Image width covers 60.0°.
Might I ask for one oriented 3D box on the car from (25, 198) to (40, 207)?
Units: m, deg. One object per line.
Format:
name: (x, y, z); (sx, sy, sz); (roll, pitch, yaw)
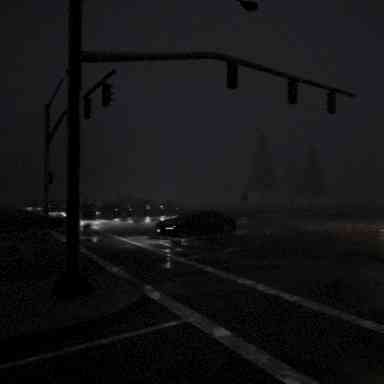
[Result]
car: (-25.019, 1.691, 52.399); (1.994, 1.385, 4.181); (1, -1, -35)

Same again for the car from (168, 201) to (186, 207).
car: (-2.116, 1.795, 37.826); (1.812, 1.442, 4.674); (1, 0, -35)

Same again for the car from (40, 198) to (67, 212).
car: (-16.611, 1.652, 40.275); (1.812, 1.442, 4.674); (1, -1, -35)

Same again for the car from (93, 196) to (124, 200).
car: (-11.541, 1.699, 45.248); (1.882, 1.535, 5.008); (1, -1, -35)

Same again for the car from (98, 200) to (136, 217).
car: (-7.797, 1.775, 33.726); (1.895, 1.301, 4.718); (1, -1, -35)

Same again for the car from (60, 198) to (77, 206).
car: (-23.196, 1.788, 62.147); (1.994, 1.385, 4.181); (1, -1, -35)

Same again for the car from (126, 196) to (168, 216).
car: (-4.869, 1.574, 35.654); (2.097, 1.767, 4.553); (1, -1, -35)

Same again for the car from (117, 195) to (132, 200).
car: (-9.477, 1.488, 48.403); (2.150, 2.045, 5.566); (1, 0, -35)

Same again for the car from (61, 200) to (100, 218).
car: (-10.740, 1.727, 31.828); (1.895, 1.301, 4.718); (1, -1, -35)

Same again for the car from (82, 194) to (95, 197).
car: (-19.143, 1.492, 62.452); (2.150, 2.045, 5.566); (1, -1, -34)

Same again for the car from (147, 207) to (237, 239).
car: (0.287, 1.736, 18.206); (4.892, 1.490, 1.837); (1, 0, -35)

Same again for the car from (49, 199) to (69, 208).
car: (-21.213, 1.775, 53.047); (1.895, 1.301, 4.718); (1, 0, -35)

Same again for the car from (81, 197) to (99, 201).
car: (-13.612, 1.737, 42.094); (1.994, 1.385, 4.181); (1, 0, -35)
